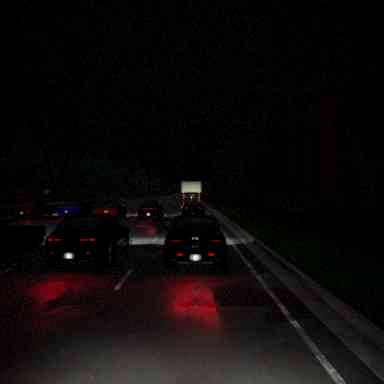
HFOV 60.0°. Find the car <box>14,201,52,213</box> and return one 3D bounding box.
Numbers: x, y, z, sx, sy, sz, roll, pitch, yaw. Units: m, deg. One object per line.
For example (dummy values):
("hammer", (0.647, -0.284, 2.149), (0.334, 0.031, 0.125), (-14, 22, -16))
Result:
("car", (-13.947, 1.521, 29.500), (1.812, 1.442, 4.674), (0, 0, 0))

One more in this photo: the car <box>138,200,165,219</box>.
("car", (-3.431, 1.500, 28.571), (1.837, 1.490, 4.892), (0, 0, 0))

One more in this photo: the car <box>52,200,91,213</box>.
("car", (-10.437, 1.473, 30.031), (1.882, 1.535, 5.008), (0, 0, 0))

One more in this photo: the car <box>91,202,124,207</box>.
("car", (-6.933, 1.559, 28.946), (1.994, 1.385, 4.181), (0, 0, 0))

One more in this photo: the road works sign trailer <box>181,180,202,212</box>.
("road works sign trailer", (-0.077, 0.458, 38.188), (2.380, 3.560, 2.880), (0, 0, 0))

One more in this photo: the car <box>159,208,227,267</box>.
("car", (0.098, 1.503, 11.375), (1.837, 1.490, 4.892), (0, 0, 0))

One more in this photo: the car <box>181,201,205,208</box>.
("car", (0.069, 1.487, 28.475), (2.128, 1.511, 4.902), (0, 0, 0))

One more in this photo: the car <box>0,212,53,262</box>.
("car", (-6.901, 1.599, 11.619), (1.895, 1.301, 4.718), (0, 0, 0))

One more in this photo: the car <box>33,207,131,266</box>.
("car", (-3.402, 1.504, 11.610), (1.837, 1.490, 4.892), (0, 0, 0))
